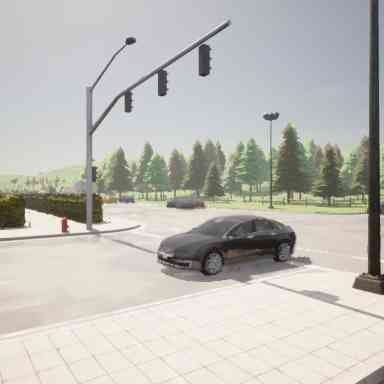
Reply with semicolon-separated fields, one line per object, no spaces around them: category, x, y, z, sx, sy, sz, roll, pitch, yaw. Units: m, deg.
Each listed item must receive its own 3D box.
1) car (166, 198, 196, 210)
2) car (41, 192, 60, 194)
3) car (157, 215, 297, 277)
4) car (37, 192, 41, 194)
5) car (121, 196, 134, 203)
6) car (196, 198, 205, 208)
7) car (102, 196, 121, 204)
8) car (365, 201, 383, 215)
car;-1.779;1.563;43.908;1.994;1.385;4.181;0;0;-35
car;-24.085;1.221;57.637;2.150;2.045;5.566;0;0;-35
car;1.251;1.505;10.404;4.892;1.490;1.837;0;0;-35
car;-29.754;1.058;65.879;2.150;2.045;5.566;0;0;-35
car;-13.209;1.506;66.541;1.837;1.490;4.892;0;0;-34
car;-0.003;1.563;47.493;1.994;1.385;4.181;0;0;-34
car;-16.334;1.477;65.074;1.882;1.535;5.008;0;0;-35
car;18.679;1.564;31.986;4.181;1.385;1.994;0;0;-29
